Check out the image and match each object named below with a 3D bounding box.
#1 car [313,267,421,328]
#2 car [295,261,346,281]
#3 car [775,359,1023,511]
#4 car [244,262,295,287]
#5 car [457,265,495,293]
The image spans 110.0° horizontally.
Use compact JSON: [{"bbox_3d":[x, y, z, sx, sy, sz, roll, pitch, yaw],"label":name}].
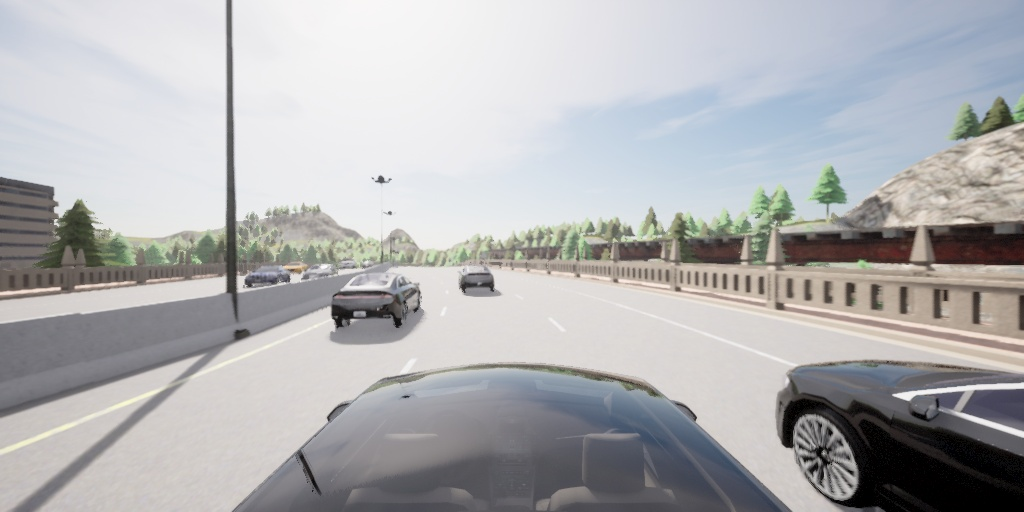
[{"bbox_3d":[-4.143,1.283,11.596,2.128,1.511,4.902,0,0,-6],"label":"car"},{"bbox_3d":[-14.714,1.390,27.817,2.128,1.511,4.902,0,0,-16],"label":"car"},{"bbox_3d":[3.437,1.228,1.452,2.128,1.511,4.902,0,0,0],"label":"car"},{"bbox_3d":[-18.069,1.444,26.826,1.812,1.442,4.674,0,0,-16],"label":"car"},{"bbox_3d":[-2.224,1.295,21.627,2.128,1.511,4.902,0,0,-11],"label":"car"}]
